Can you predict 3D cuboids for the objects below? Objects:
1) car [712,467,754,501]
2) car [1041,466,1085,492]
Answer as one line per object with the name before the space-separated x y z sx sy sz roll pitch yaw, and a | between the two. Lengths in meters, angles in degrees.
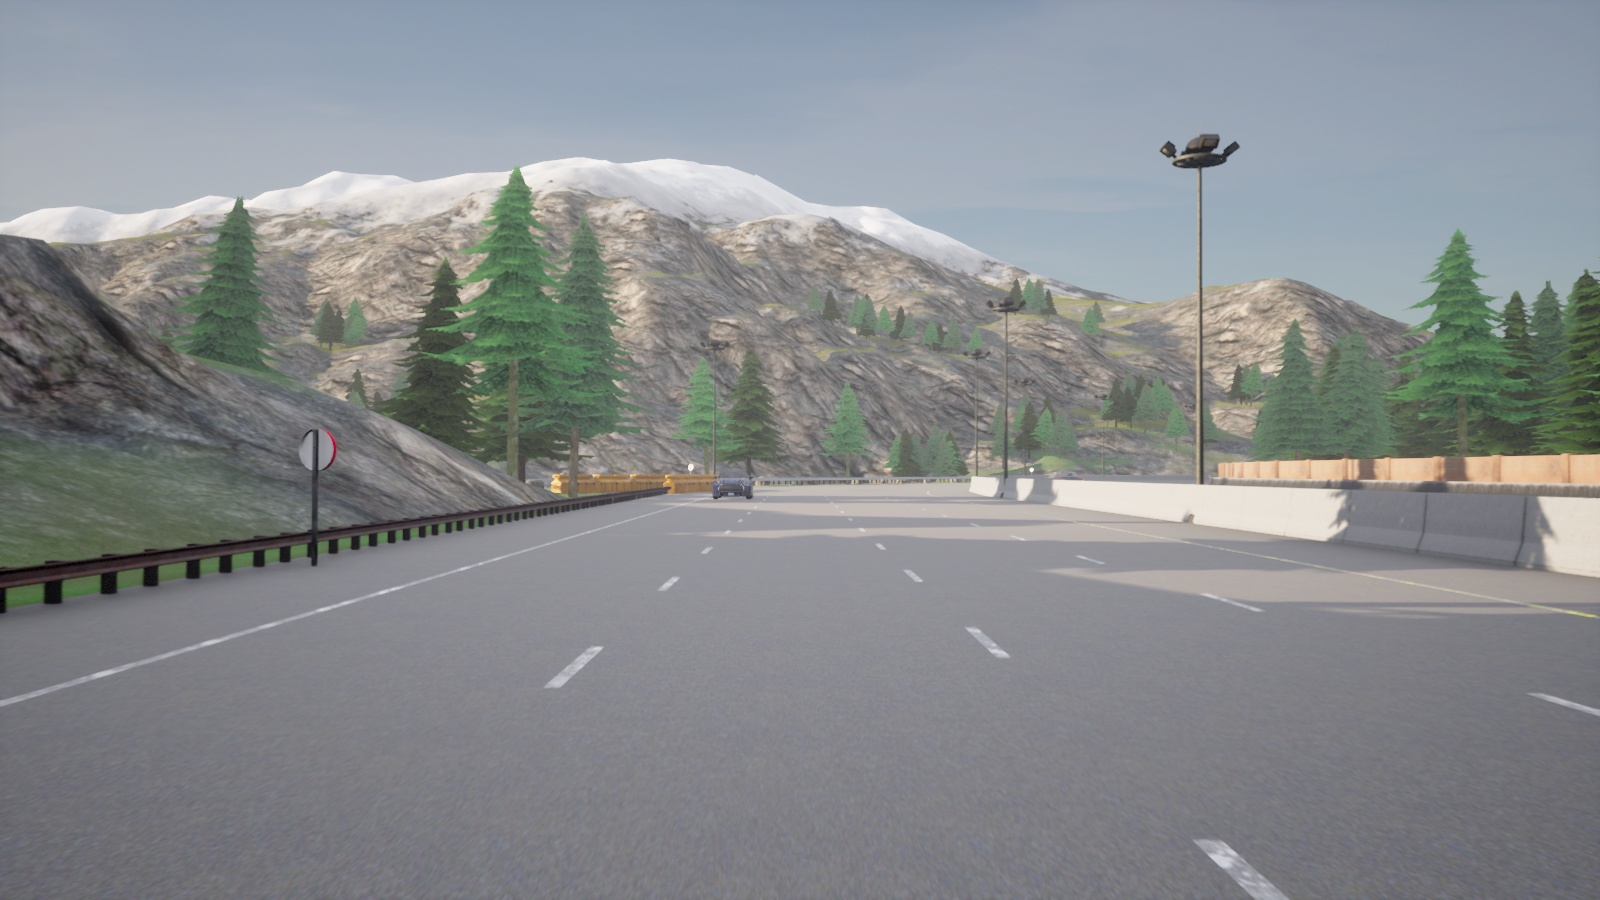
car | -3.668 1.848 69.331 2.097 1.767 4.553 0 -1 0
car | 17.525 1.927 83.885 2.152 1.651 5.027 0 -1 3
